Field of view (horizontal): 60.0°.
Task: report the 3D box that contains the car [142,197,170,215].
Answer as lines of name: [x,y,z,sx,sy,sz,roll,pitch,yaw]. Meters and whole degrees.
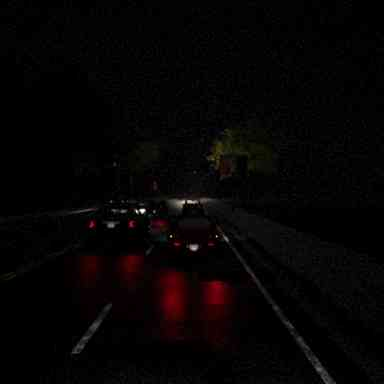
car: [-3.165,1.464,30.612,2.128,1.511,4.902,0,0,0]

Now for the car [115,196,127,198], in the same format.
car: [-9.836,1.318,45.484,2.097,1.767,4.553,0,0,0]

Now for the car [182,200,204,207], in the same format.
car: [0.082,1.464,30.646,2.128,1.511,4.902,0,0,0]

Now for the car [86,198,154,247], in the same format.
car: [-3.168,1.339,15.186,2.097,1.767,4.553,0,0,0]

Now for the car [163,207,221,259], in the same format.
car: [0.074,1.514,12.499,1.812,1.442,4.674,0,0,0]
